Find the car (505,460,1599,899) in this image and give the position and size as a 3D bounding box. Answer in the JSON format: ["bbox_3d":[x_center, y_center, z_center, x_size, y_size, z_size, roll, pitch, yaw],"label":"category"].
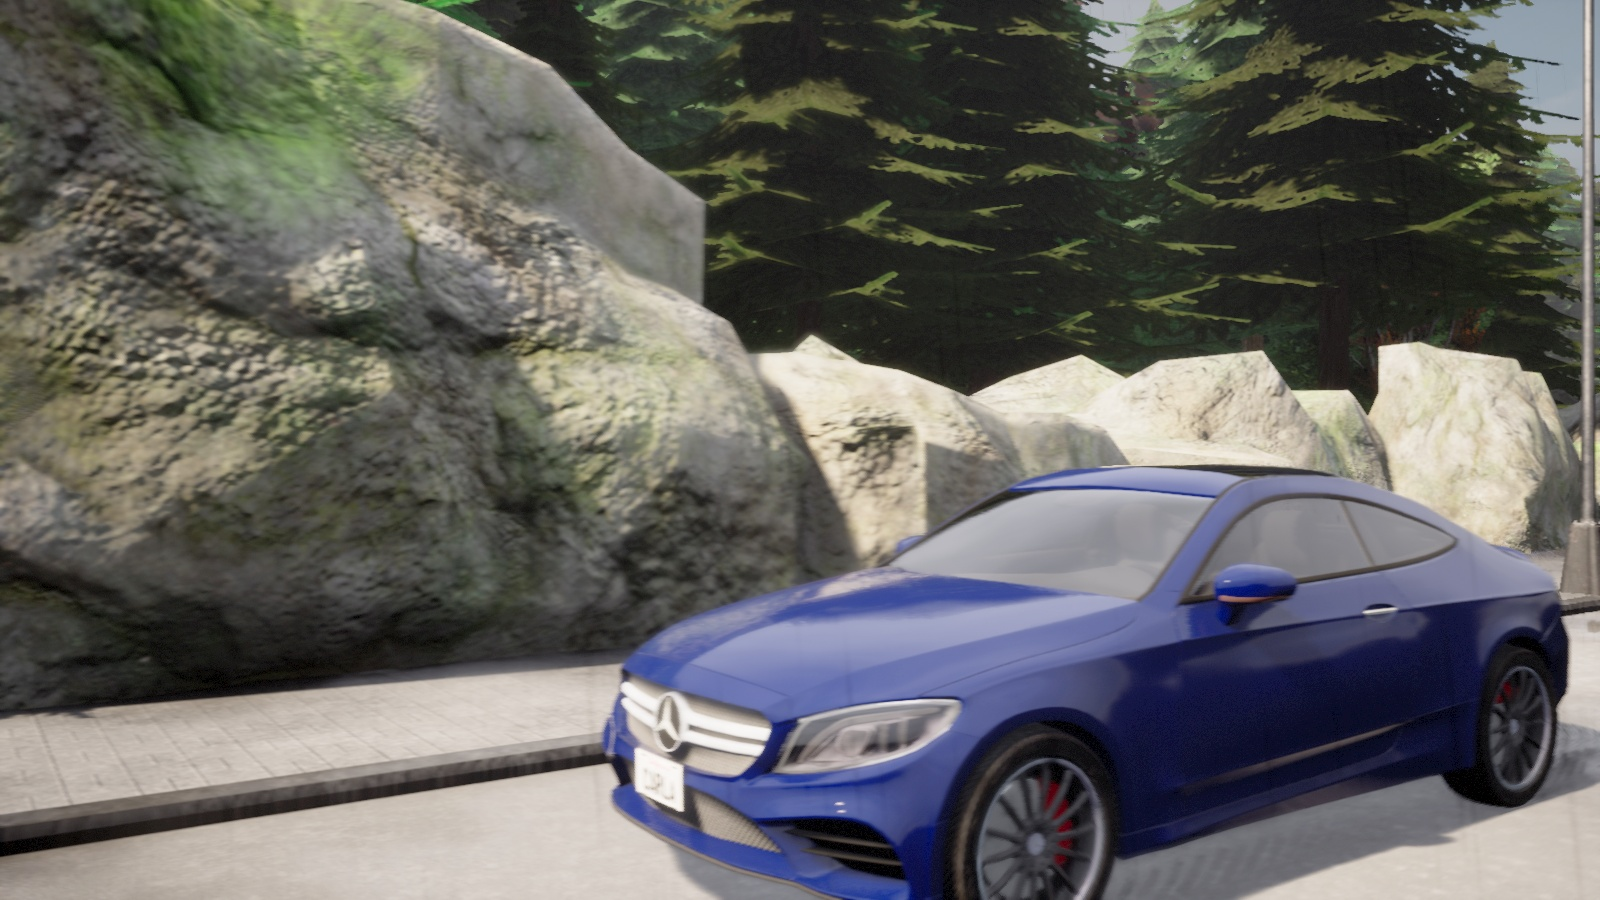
[{"bbox_3d":[1.353,0.780,5.209,4.674,1.442,1.812,0,0,-35],"label":"car"}]
